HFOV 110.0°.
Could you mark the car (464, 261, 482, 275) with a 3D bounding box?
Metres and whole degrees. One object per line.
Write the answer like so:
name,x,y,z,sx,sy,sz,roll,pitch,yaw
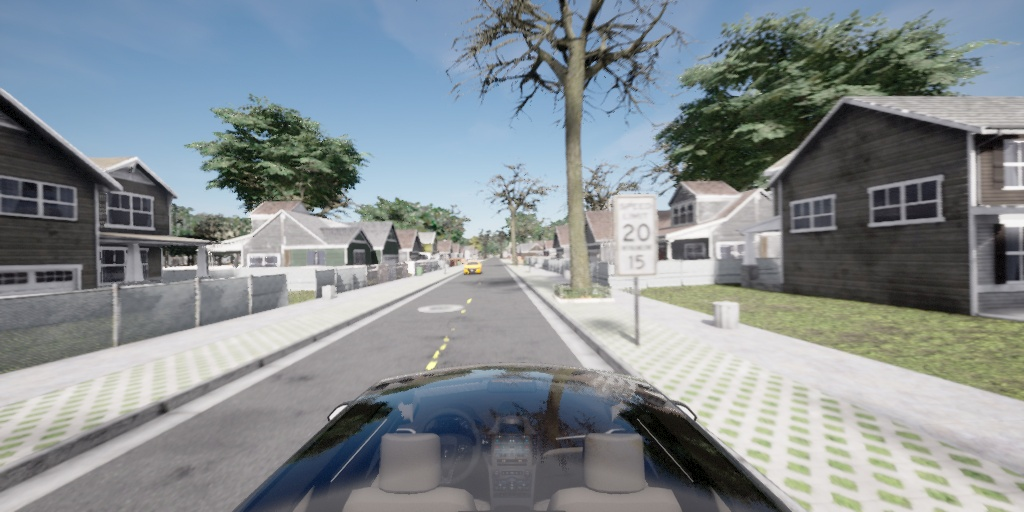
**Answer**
car,-4.428,1.285,41.089,1.882,1.535,5.008,-1,0,-3
